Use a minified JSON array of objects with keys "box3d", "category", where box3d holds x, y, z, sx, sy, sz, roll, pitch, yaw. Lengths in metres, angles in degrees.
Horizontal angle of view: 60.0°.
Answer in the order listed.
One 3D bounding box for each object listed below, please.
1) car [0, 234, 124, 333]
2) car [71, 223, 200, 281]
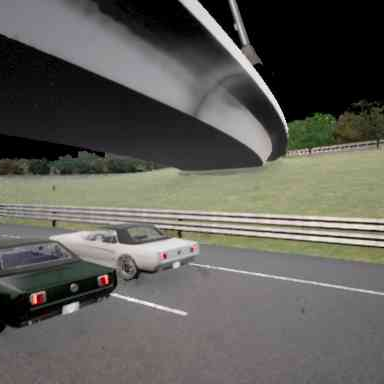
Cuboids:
[{"box3d":[-3.761,1.587,6.665,4.718,1.301,1.895,0,0,35],"category":"car"},{"box3d":[-2.203,1.586,9.851,4.718,1.301,1.895,0,0,35],"category":"car"}]
